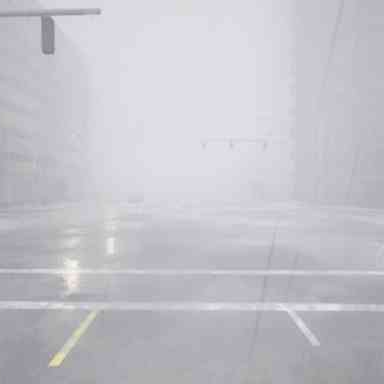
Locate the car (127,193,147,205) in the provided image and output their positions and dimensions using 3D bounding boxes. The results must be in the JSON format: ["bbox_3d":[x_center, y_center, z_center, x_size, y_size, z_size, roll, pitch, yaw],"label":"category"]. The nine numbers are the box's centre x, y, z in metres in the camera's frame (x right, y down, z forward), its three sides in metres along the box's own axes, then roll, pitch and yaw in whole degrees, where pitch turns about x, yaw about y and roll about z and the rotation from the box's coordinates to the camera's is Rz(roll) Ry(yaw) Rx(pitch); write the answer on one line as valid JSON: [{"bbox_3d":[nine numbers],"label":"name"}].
[{"bbox_3d":[-6.851,0.806,42.178,2.033,1.411,5.357,0,1,0],"label":"car"}]
